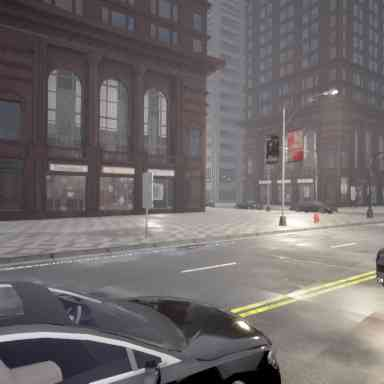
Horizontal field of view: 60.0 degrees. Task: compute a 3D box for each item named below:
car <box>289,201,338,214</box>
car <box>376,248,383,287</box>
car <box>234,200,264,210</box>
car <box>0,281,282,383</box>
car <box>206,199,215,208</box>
[{"bbox_3d":[13.478,1.723,37.188,2.033,1.411,5.357,1,-1,-35],"label":"car"},{"bbox_3d":[6.227,1.515,7.874,4.892,1.490,1.837,0,0,-35],"label":"car"},{"bbox_3d":[7.720,1.785,45.289,1.994,1.385,4.181,1,-1,-35],"label":"car"},{"bbox_3d":[-1.387,1.492,2.450,4.902,1.511,2.128,0,0,-36],"label":"car"},{"bbox_3d":[1.690,1.746,53.780,1.882,1.535,5.008,1,-1,-35],"label":"car"}]
